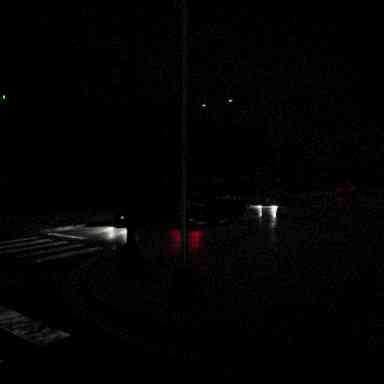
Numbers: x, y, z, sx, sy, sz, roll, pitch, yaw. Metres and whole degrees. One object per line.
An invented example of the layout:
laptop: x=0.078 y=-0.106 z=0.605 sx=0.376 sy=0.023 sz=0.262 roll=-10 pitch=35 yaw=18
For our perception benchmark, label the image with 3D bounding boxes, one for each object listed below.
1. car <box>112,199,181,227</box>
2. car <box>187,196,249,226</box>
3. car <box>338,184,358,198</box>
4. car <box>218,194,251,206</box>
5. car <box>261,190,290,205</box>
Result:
car: x=-2.524 y=1.118 z=19.102 sx=1.994 sy=1.385 sz=4.181 roll=0 pitch=2 yaw=35
car: x=1.245 y=1.113 z=19.316 sx=1.895 sy=1.301 sz=4.718 roll=0 pitch=2 yaw=35
car: x=24.392 y=-0.219 z=51.953 sx=2.150 sy=2.045 sz=5.566 roll=0 pitch=2 yaw=35
car: x=2.887 y=0.859 z=26.734 sx=2.033 sy=1.411 sz=5.357 roll=0 pitch=2 yaw=35
car: x=8.894 y=0.557 z=35.197 sx=1.837 sy=1.490 sz=4.892 roll=0 pitch=2 yaw=35
